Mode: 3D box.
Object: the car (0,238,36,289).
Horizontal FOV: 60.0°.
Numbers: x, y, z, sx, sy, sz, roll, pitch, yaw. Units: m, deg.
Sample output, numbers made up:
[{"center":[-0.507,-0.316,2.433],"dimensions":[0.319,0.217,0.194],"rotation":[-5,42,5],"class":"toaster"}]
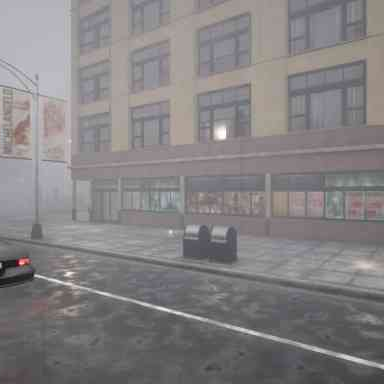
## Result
[{"center":[-6.000,1.547,8.142],"dimensions":[5.357,1.411,2.033],"rotation":[0,0,35],"class":"car"}]
